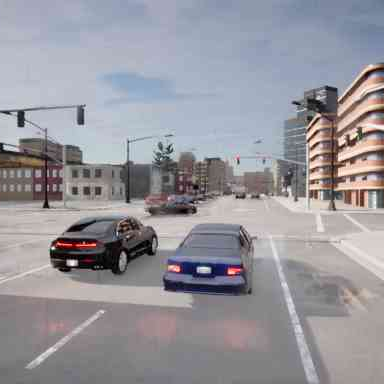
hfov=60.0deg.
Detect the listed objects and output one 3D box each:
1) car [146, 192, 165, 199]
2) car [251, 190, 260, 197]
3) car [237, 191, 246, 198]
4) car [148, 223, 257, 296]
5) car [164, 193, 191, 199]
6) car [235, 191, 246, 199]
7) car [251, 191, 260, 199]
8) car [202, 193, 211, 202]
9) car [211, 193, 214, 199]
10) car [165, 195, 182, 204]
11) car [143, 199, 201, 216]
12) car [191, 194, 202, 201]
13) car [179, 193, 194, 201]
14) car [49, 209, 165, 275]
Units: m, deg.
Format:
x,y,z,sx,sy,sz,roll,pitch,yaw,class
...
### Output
x,y,z,sx,sy,sz,roll,pitch,yaw,class
-5.152,1.080,49.265,2.150,2.045,5.566,0,1,11,car
16.351,0.464,85.546,2.097,1.767,4.553,0,1,11,car
12.995,0.552,86.621,2.097,1.767,4.553,0,1,11,car
0.708,1.547,8.860,2.033,1.411,5.357,0,0,11,car
-1.944,1.223,47.389,2.097,1.767,4.553,0,1,11,car
11.099,0.902,76.969,1.994,1.385,4.181,0,1,11,car
14.347,0.881,75.342,2.128,1.511,4.902,0,1,11,car
1.770,1.119,65.949,2.033,1.411,5.357,0,1,12,car
3.813,0.862,76.189,1.882,1.535,5.008,0,1,11,car
-3.249,1.238,58.822,1.812,1.442,4.674,0,1,12,car
-1.925,1.567,30.359,4.718,1.301,1.895,0,0,-25,car
-0.184,1.235,56.299,2.128,1.511,4.902,0,1,11,car
-1.127,1.073,69.196,2.033,1.411,5.357,0,1,11,car
-2.509,1.505,10.604,1.837,1.490,4.892,0,0,11,car
